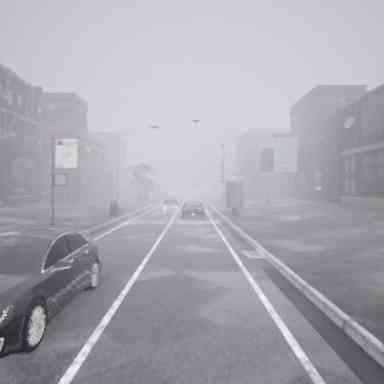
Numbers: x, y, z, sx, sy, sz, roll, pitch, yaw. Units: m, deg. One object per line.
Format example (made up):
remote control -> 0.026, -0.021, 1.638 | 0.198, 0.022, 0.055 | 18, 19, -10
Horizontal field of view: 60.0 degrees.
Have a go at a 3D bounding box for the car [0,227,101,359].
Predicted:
car -> -3.102, 1.493, 6.180 | 1.837, 1.490, 4.892 | 0, 0, 0

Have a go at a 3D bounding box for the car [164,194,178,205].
car -> -3.084, 1.100, 48.980 | 1.882, 1.535, 5.008 | 0, 0, 0

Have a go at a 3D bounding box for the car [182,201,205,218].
car -> 0.091, 1.442, 28.724 | 1.895, 1.301, 4.718 | 0, 1, 0
